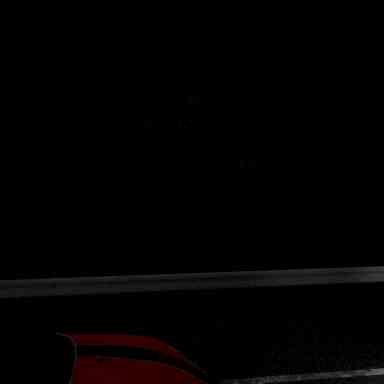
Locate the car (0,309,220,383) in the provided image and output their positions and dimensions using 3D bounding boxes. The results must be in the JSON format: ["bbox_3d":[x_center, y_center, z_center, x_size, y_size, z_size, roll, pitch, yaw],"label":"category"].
[{"bbox_3d":[-1.835,1.352,1.684,4.553,1.767,2.097,0,0,-7],"label":"car"}]
